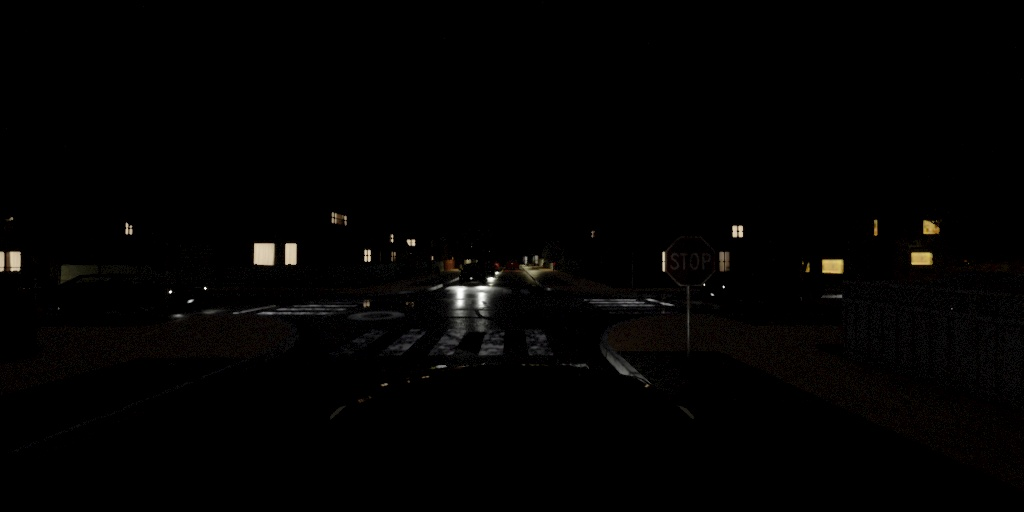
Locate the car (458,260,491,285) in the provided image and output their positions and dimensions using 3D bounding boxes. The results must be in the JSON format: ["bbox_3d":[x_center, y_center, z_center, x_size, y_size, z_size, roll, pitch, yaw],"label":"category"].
[{"bbox_3d":[-2.827,1.292,26.915,1.837,1.490,4.892,0,0,-1],"label":"car"}]

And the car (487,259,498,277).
[{"bbox_3d":[-2.851,1.168,36.977,2.097,1.767,4.553,0,0,0],"label":"car"}]

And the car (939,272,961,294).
[{"bbox_3d":[21.589,1.421,16.666,4.674,1.442,1.812,0,-1,-2],"label":"car"}]

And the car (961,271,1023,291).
[{"bbox_3d":[20.709,1.379,13.721,4.674,1.442,1.812,0,-1,-1],"label":"car"}]

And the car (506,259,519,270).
[{"bbox_3d":[0.044,1.272,57.992,2.097,1.767,4.553,0,0,1],"label":"car"}]

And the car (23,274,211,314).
[{"bbox_3d":[-13.631,1.282,12.657,4.718,1.301,1.895,0,-1,-3],"label":"car"}]

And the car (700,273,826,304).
[{"bbox_3d":[11.266,1.443,16.330,4.718,1.301,1.895,0,-1,-3],"label":"car"}]
